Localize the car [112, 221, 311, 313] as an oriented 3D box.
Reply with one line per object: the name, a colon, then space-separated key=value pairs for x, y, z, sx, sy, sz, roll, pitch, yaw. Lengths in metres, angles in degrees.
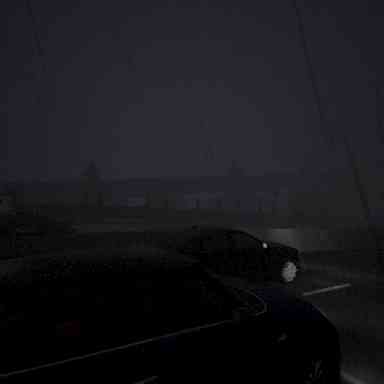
car: x=0.716 y=1.621 z=8.560 sx=5.008 sy=1.535 sz=1.882 roll=2 pitch=-1 yaw=-35

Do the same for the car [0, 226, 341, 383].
car: x=-0.492 y=1.380 z=3.398 sx=4.553 sy=1.767 sz=2.097 roll=1 pitch=-1 yaw=-36

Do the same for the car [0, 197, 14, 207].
car: x=-11.986 y=1.228 z=16.923 sx=5.566 sy=2.045 sz=2.150 roll=1 pitch=-1 yaw=-36

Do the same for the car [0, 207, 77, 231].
car: x=-8.193 y=1.596 z=15.347 sx=5.357 sy=1.411 sz=2.033 roll=2 pitch=-1 yaw=-36

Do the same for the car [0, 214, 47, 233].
car: x=-7.785 y=1.611 z=11.337 sx=4.718 sy=1.301 sz=1.895 roll=1 pitch=-1 yaw=-36

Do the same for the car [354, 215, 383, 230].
car: x=22.609 y=3.883 z=41.610 sx=5.566 sy=2.045 sz=2.150 roll=5 pitch=-3 yaw=-35
